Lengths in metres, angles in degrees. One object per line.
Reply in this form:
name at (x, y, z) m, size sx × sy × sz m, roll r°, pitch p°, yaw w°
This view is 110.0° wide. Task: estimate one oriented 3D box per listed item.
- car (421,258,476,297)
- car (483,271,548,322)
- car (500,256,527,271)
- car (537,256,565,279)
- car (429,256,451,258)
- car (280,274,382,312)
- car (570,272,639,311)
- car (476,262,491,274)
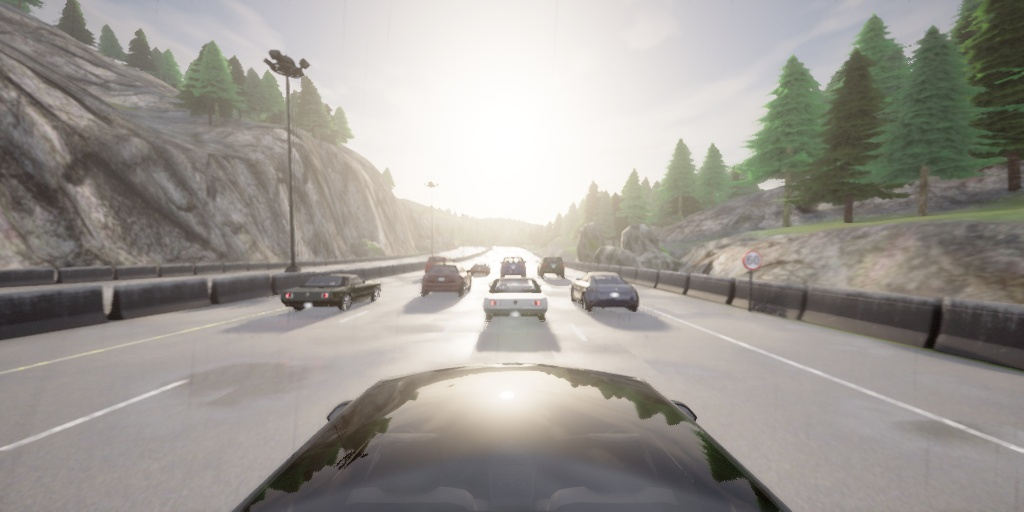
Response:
car at (-3.398, 1.139, 19.441) m, size 2.097 × 1.767 × 4.553 m, roll 0°, pitch 0°, yaw 0°
car at (0.102, 1.373, 12.426) m, size 1.895 × 1.301 × 4.718 m, roll 0°, pitch 0°, yaw 0°
car at (0.104, 1.006, 31.115) m, size 2.150 × 2.045 × 5.566 m, roll 0°, pitch 0°, yaw 0°
car at (3.604, 0.999, 33.714) m, size 2.150 × 2.045 × 5.566 m, roll 0°, pitch 0°, yaw 0°
car at (-6.896, 0.995, 35.191) m, size 2.150 × 2.045 × 5.566 m, roll 0°, pitch 0°, yaw 0°
car at (-6.899, 1.377, 14.373) m, size 1.895 × 1.301 × 4.718 m, roll 0°, pitch 0°, yaw 0°
car at (3.601, 1.340, 14.572) m, size 1.994 × 1.385 × 4.181 m, roll 0°, pitch 0°, yaw 0°
car at (-3.395, 1.318, 39.429) m, size 1.994 × 1.385 × 4.181 m, roll 0°, pitch 0°, yaw 0°
